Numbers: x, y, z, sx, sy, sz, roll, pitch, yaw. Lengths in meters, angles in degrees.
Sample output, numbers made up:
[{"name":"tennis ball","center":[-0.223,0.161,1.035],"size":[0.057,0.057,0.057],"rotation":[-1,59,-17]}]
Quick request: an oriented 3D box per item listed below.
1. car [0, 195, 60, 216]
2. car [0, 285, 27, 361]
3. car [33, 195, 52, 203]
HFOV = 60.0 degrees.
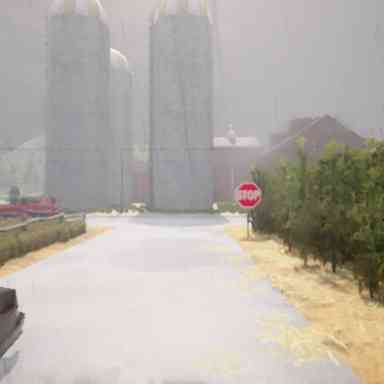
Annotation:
[{"name":"car","center":[-14.366,1.404,28.977],"size":[5.566,2.045,2.150],"rotation":[-1,0,6]},{"name":"car","center":[-3.187,1.569,2.205],"size":[2.033,1.411,5.357],"rotation":[0,-1,0]},{"name":"car","center":[-37.124,1.805,82.477],"size":[3.866,1.878,1.905],"rotation":[0,0,0]}]
